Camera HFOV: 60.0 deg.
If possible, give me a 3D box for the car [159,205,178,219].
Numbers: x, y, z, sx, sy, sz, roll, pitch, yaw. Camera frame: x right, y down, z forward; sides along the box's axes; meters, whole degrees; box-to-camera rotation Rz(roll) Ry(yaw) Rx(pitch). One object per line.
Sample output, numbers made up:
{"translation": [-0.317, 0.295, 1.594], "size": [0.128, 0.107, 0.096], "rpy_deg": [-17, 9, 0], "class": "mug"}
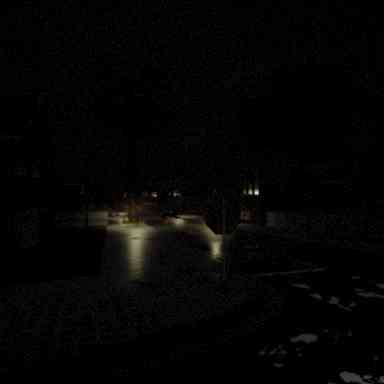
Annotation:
{"translation": [-3.678, 3.099, 51.265], "size": [2.150, 2.045, 5.566], "rpy_deg": [0, -2, -14], "class": "car"}
